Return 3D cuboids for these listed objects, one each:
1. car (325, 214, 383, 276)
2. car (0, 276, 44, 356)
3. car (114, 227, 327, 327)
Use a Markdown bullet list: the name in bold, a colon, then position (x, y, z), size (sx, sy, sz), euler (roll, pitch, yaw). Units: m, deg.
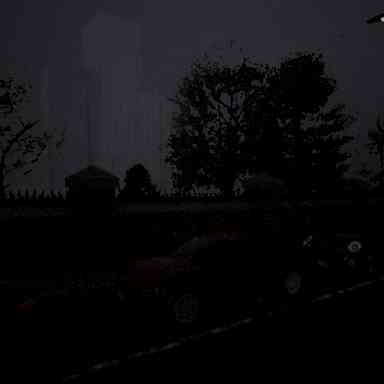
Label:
- **car**: position (5.203, 1.447, 10.270), size (4.097, 1.590, 1.967), euler (0, 0, -35)
- **car**: position (-3.962, 1.579, 3.733), size (4.206, 1.307, 1.802), euler (0, 0, -35)
- **car**: position (0.620, 1.544, 7.002), size (4.507, 1.381, 1.887), euler (0, 0, -35)
